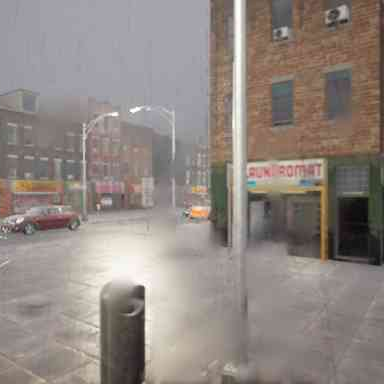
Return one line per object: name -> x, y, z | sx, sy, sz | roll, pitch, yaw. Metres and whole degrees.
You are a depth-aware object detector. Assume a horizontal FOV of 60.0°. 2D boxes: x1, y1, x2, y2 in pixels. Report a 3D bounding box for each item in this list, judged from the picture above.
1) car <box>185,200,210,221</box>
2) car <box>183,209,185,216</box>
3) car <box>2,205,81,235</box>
car -> 1.767, 1.497, 29.000 | 2.097, 1.767, 4.553 | 0, 0, 35
car -> 0.842, 1.716, 32.418 | 2.008, 1.369, 4.403 | -1, -1, 35
car -> -8.596, 1.514, 19.128 | 1.967, 1.590, 4.097 | -1, -1, 35
